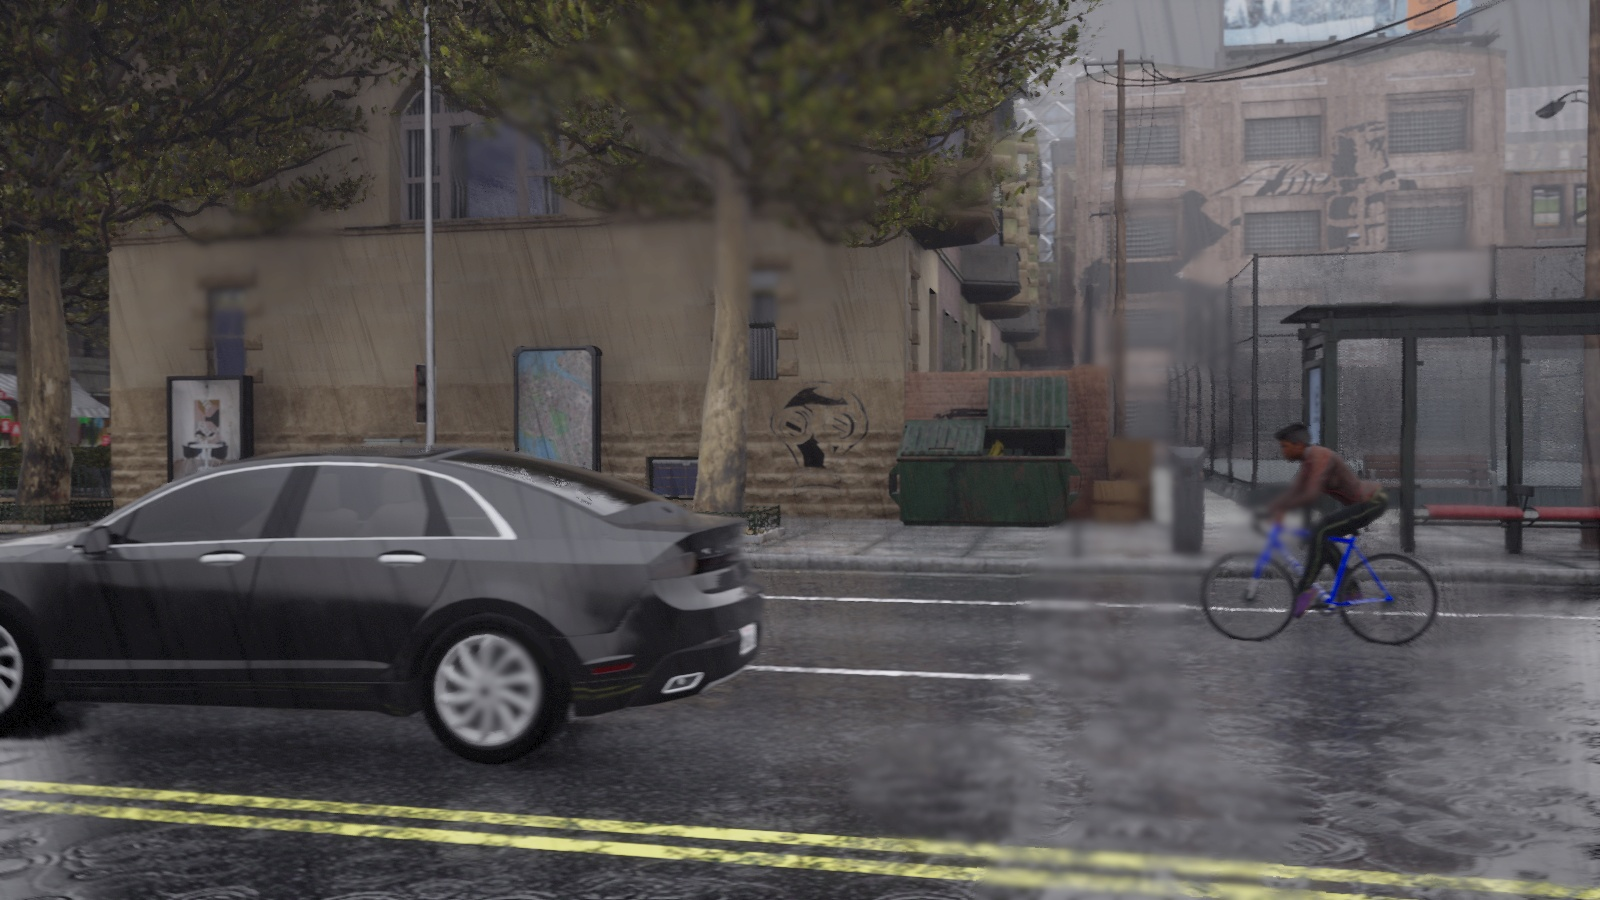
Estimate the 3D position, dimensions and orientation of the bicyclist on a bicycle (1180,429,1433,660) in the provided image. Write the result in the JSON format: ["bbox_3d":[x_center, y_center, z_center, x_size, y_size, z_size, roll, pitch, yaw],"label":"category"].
[{"bbox_3d":[3.689,0.661,9.271,1.656,1.620,0.582,0,1,13],"label":"bicyclist on a bicycle"}]

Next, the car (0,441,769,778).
[{"bbox_3d":[-2.776,0.717,7.138,4.892,1.490,1.837,0,1,13],"label":"car"}]
